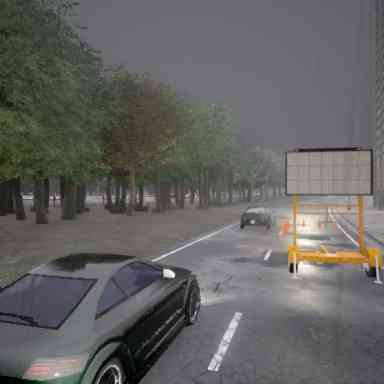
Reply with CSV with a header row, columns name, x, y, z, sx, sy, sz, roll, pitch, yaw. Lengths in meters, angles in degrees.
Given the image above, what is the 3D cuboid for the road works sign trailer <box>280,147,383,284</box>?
name,x,y,z,sx,sy,sz,roll,pitch,yaw
road works sign trailer,3.998,0.503,9.904,2.380,3.560,2.880,0,0,12

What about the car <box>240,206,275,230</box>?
name,x,y,z,sx,sy,sz,roll,pitch,yaw
car,4.409,1.636,22.077,1.812,1.442,4.674,0,0,19

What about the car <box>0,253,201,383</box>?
name,x,y,z,sx,sy,sz,roll,pitch,yaw
car,-1.270,1.570,4.723,1.994,1.385,4.181,0,0,17
